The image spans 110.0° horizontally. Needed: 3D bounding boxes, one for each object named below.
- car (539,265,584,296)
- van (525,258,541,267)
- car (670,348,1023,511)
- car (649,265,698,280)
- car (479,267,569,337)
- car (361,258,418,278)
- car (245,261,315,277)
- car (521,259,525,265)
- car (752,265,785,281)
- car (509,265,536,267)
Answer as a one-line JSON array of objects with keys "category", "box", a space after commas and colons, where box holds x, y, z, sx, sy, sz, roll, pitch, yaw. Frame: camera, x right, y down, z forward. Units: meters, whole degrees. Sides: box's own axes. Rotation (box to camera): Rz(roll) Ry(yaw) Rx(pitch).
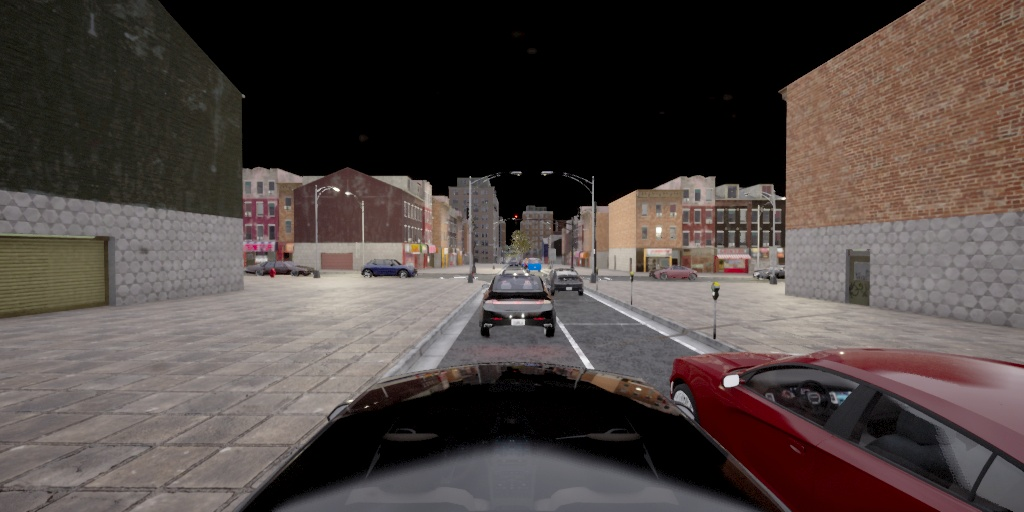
[{"category": "car", "box": [2.725, 1.316, 19.201, 2.007, 1.370, 4.403, 0, 0, 0]}, {"category": "van", "box": [2.867, 1.210, 46.156, 1.690, 1.789, 3.998, 0, 0, 0]}, {"category": "car", "box": [2.637, 1.294, 2.326, 1.888, 1.381, 4.507, 0, 0, 0]}, {"category": "car", "box": [15.290, 1.554, 34.094, 4.181, 1.385, 1.994, 1, 1, 0]}, {"category": "car", "box": [0.143, 1.243, 10.292, 2.128, 1.511, 4.902, 0, 0, 0]}, {"category": "car", "box": [-10.607, 1.039, 31.322, 4.553, 1.767, 2.097, 1, 1, 0]}, {"category": "car", "box": [-20.159, 1.106, 31.380, 5.357, 1.411, 2.033, 1, 1, 0]}, {"category": "car", "box": [2.922, 1.249, 56.737, 2.192, 1.841, 5.009, 0, 0, 0]}, {"category": "car", "box": [25.584, 1.617, 34.019, 4.902, 1.511, 2.128, 1, 1, 0]}, {"category": "car", "box": [0.222, 1.369, 20.335, 1.895, 1.301, 4.718, 0, 0, 1]}]
